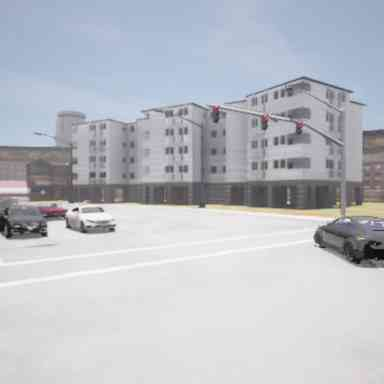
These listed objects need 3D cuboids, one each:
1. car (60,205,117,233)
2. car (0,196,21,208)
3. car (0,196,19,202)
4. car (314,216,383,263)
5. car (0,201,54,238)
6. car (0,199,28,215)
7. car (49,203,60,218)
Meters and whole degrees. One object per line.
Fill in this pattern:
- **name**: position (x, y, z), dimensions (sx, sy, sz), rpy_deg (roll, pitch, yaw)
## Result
- **car**: position (-6.051, 1.491, 19.592), dimensions (1.812, 1.442, 4.674), rpy_deg (0, 0, -36)
- **car**: position (-26.391, 1.353, 46.199), dimensions (5.008, 1.535, 1.882), rpy_deg (0, 0, 22)
- **car**: position (-14.469, 1.298, 25.055), dimensions (2.097, 1.767, 4.553), rpy_deg (0, 0, -42)
- **car**: position (5.932, 1.537, 11.850), dimensions (1.994, 1.385, 4.181), rpy_deg (0, 0, 1)
- **car**: position (-8.997, 1.476, 17.671), dimensions (1.837, 1.490, 4.892), rpy_deg (0, 0, -35)
- **car**: position (-18.696, 1.481, 33.786), dimensions (4.181, 1.385, 1.994), rpy_deg (0, 0, 37)
- **car**: position (-11.455, 1.542, 26.924), dimensions (1.895, 1.301, 4.718), rpy_deg (0, 0, -40)
